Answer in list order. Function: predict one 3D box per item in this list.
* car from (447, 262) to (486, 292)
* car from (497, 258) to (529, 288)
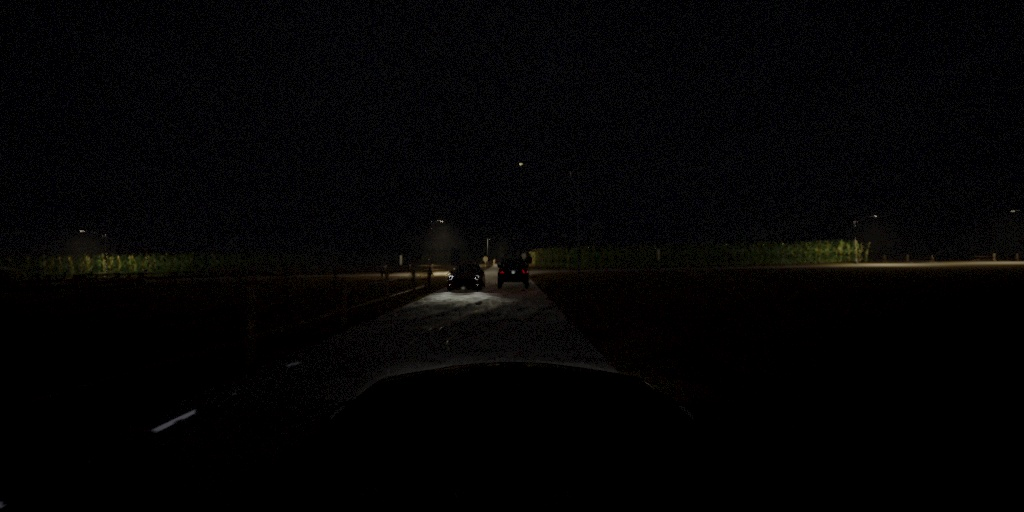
[{"bbox_3d":[-2.843,1.293,23.132,2.097,1.767,4.553,0,0,0],"label":"car"},{"bbox_3d":[0.087,1.190,26.264,2.150,2.045,5.566,0,-1,0],"label":"car"}]
